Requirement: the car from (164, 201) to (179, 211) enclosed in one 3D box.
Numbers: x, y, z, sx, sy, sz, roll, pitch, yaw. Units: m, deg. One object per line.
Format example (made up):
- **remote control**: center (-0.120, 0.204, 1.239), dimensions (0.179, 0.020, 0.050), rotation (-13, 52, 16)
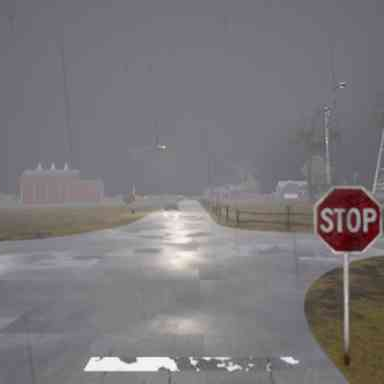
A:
- **car**: center (-2.734, 1.883, 44.666), dimensions (1.895, 1.301, 4.718), rotation (0, 0, 0)
